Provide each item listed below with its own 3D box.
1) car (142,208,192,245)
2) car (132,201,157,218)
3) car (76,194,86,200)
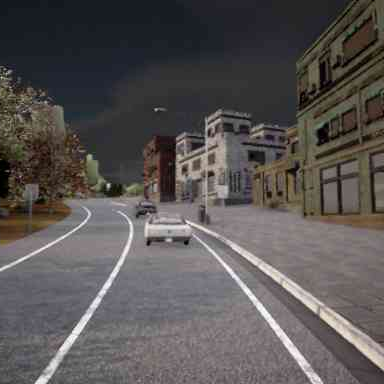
[{"bbox_3d":[-1.228,1.633,15.460,1.895,1.301,4.718,1,0,-8],"label":"car"},{"bbox_3d":[-4.309,1.567,30.371,1.837,1.490,4.892,1,0,-15],"label":"car"},{"bbox_3d":[-24.143,1.038,72.911,1.837,1.490,4.892,2,0,-17],"label":"car"}]
